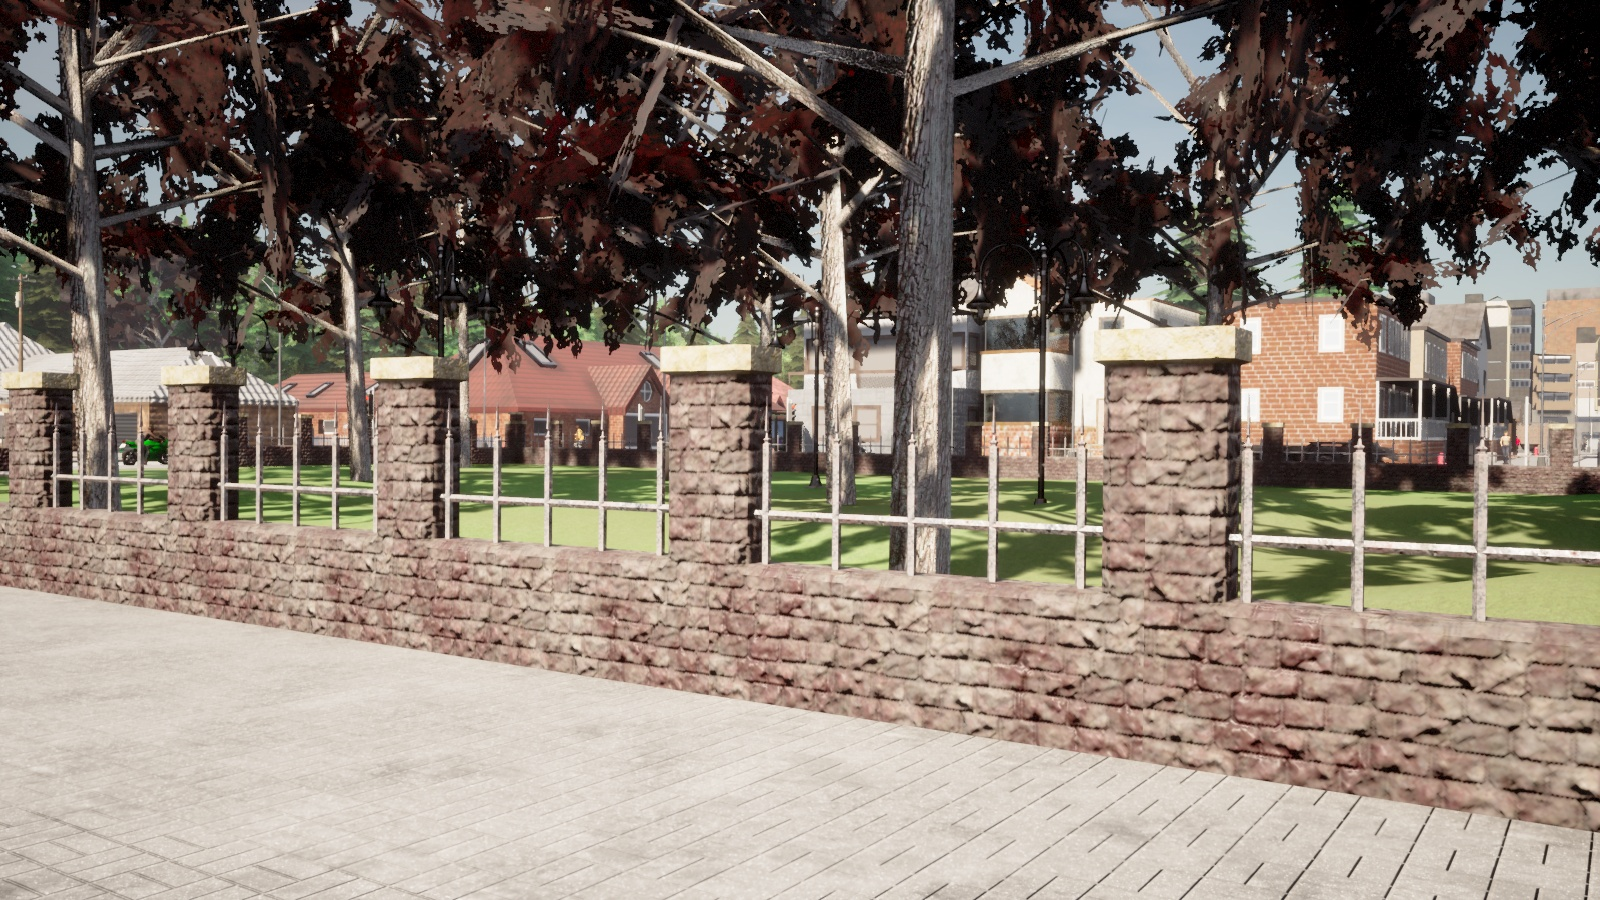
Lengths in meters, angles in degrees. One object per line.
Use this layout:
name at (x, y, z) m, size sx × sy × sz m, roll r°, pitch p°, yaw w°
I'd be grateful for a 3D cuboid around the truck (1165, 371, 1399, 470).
truck at (17.952, -1.054, 46.885) m, size 7.936 × 3.462 × 2.891 m, roll 0°, pitch 1°, yaw 26°

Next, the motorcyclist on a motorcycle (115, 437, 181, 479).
motorcyclist on a motorcycle at (-24.477, 0.290, 47.157) m, size 0.797 × 1.523 × 2.044 m, roll 0°, pitch 1°, yaw 32°

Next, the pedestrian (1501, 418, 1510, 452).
pedestrian at (37.982, -0.826, 67.598) m, size 0.345 × 1.836 × 0.594 m, roll 0°, pitch 1°, yaw 33°
